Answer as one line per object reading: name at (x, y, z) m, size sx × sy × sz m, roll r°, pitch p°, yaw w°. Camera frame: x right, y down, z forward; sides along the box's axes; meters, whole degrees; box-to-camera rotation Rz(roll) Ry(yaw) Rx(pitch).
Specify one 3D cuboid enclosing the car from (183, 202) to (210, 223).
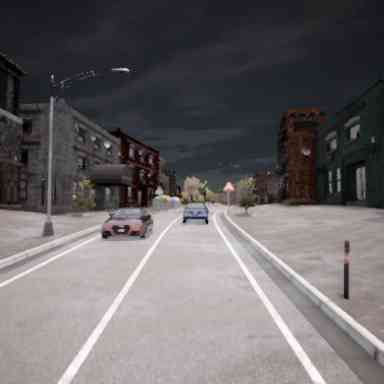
car at (0.350, 1.476, 24.766) m, size 2.033 × 1.411 × 5.357 m, roll 0°, pitch -1°, yaw 3°

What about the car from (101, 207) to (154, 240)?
car at (-3.028, 1.460, 16.306) m, size 1.994 × 1.385 × 4.181 m, roll 0°, pitch 0°, yaw 1°
